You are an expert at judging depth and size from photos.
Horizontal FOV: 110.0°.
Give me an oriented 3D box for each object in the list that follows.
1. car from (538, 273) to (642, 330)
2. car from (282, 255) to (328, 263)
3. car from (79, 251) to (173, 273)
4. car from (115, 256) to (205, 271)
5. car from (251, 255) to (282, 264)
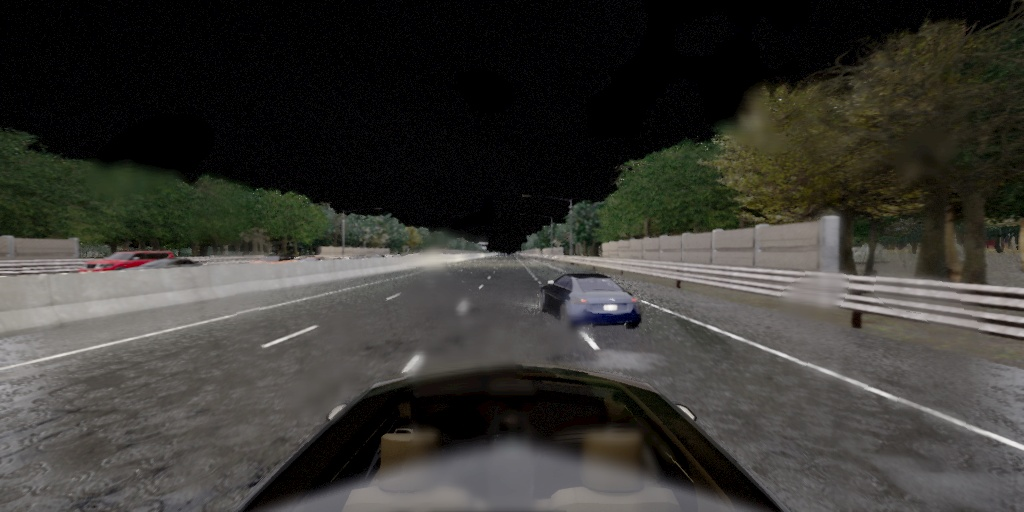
[{"bbox_3d":[2.096,1.189,10.666,1.994,1.385,4.181,0,1,-8],"label":"car"},{"bbox_3d":[-17.497,0.841,31.512,1.882,1.535,5.008,0,0,0],"label":"car"},{"bbox_3d":[-28.035,0.641,26.559,2.150,2.045,5.566,0,0,0],"label":"car"},{"bbox_3d":[-24.551,0.937,25.593,1.837,1.490,4.892,0,0,1],"label":"car"},{"bbox_3d":[-20.994,0.711,31.726,2.097,1.767,4.553,0,1,0],"label":"car"}]
